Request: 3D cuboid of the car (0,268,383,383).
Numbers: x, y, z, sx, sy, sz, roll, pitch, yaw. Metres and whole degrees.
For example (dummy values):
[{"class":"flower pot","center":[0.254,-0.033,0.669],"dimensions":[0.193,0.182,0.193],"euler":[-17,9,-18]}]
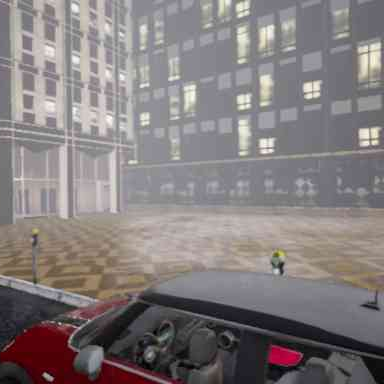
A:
[{"class":"car","center":[0.085,1.422,2.822],"dimensions":[4.097,1.590,1.967],"euler":[-1,0,34]}]
